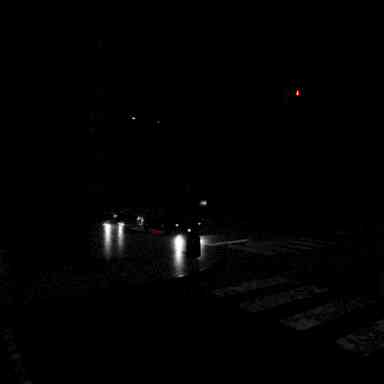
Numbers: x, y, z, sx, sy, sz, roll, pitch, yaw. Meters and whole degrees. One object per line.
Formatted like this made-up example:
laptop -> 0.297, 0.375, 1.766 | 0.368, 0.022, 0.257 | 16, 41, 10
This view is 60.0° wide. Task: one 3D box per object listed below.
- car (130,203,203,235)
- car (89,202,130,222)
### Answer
car -> -1.519, 1.615, 19.577 | 2.033, 1.411, 5.357 | 0, 0, -32
car -> -7.346, 1.604, 27.674 | 2.128, 1.511, 4.902 | 0, 0, -35
